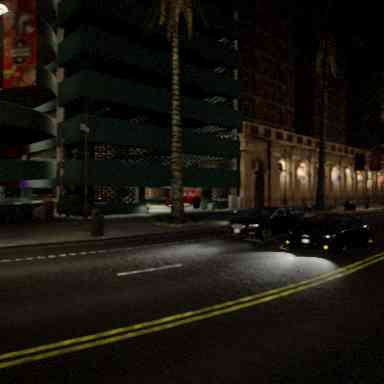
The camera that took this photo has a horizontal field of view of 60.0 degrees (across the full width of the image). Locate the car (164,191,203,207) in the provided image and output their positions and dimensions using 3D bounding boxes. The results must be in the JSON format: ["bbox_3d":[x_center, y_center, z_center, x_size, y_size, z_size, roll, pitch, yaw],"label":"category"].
[{"bbox_3d":[-0.909,0.841,41.274,5.566,2.045,2.435,0,0,-44],"label":"car"}]

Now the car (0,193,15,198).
[{"bbox_3d":[-28.024,0.937,51.223,4.674,1.452,2.002,0,0,-44],"label":"car"}]

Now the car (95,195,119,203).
[{"bbox_3d":[-14.350,1.144,54.015,4.718,1.301,1.895,0,0,-44],"label":"car"}]

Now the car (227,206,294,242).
[{"bbox_3d":[3.754,1.439,16.274,4.902,1.511,2.128,0,0,-43],"label":"car"}]

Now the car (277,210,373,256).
[{"bbox_3d":[5.437,1.535,13.051,4.181,1.385,1.994,0,0,-43],"label":"car"}]
